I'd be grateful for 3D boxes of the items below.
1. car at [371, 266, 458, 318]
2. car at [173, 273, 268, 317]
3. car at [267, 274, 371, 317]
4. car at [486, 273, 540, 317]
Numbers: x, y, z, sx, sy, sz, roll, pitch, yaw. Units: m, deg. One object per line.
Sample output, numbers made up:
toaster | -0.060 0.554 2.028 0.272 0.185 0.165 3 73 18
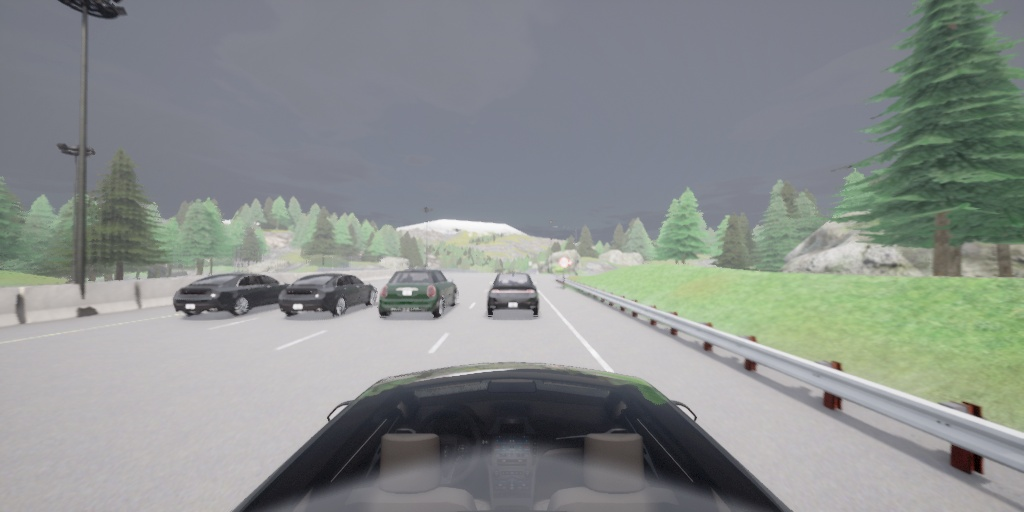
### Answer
car | -3.449 1.266 13.995 2.097 1.767 4.553 0 -1 1
car | -10.449 1.420 14.098 1.837 1.490 4.892 0 0 0
car | -6.949 1.422 14.096 1.837 1.490 4.892 0 0 0
car | 0.050 1.408 14.073 2.128 1.511 4.902 0 -1 1
